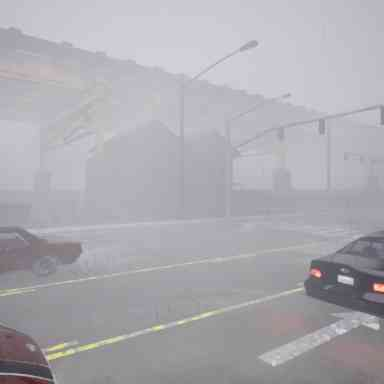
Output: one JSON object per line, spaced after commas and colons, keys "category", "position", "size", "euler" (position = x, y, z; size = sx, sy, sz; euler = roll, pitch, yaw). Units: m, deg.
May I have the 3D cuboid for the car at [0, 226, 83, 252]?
{"category": "car", "position": [-5.483, 1.601, 8.676], "size": [4.718, 1.301, 1.895], "euler": [0, 0, -35]}

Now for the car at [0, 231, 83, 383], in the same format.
{"category": "car", "position": [-3.011, 1.353, 1.600], "size": [4.553, 1.767, 2.097], "euler": [0, 0, -36]}

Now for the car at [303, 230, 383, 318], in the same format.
{"category": "car", "position": [4.671, 1.545, 7.115], "size": [5.357, 1.411, 2.033], "euler": [0, 0, -35]}
